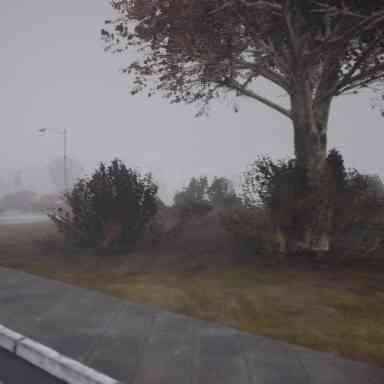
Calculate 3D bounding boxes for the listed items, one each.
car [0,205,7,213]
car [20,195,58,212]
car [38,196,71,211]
[{"bbox_3d":[-20.741,1.653,31.804,2.033,1.411,5.357,0,0,33],"label":"car"},{"bbox_3d":[-18.522,1.338,41.692,2.150,2.045,5.566,0,0,33],"label":"car"},{"bbox_3d":[-15.417,1.585,40.045,1.882,1.535,5.008,0,0,33],"label":"car"}]
